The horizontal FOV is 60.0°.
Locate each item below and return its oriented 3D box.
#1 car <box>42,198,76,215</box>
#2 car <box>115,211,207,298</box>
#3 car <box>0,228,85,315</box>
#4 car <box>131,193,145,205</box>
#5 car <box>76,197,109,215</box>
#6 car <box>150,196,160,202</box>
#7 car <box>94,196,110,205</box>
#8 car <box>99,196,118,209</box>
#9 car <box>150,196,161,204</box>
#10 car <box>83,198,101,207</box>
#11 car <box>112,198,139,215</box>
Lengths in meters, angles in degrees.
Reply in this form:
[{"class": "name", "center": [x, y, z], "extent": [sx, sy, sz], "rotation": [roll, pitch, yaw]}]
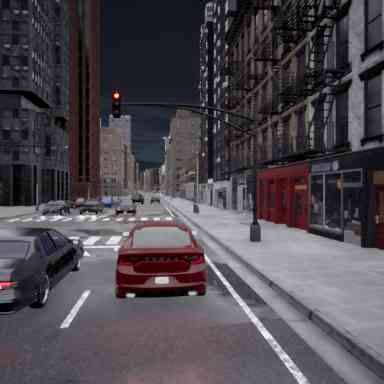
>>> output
[{"class": "car", "center": [-13.586, 1.515, 33.651], "extent": [1.837, 1.490, 4.892], "rotation": [0, 0, -6]}, {"class": "car", "center": [-0.808, 1.477, 8.593], "extent": [1.882, 1.535, 5.008], "rotation": [0, 0, -6]}, {"class": "car", "center": [-3.913, 1.547, 7.722], "extent": [2.033, 1.411, 5.357], "rotation": [0, 0, -6]}, {"class": "car", "center": [-9.902, 1.248, 60.651], "extent": [2.150, 2.045, 5.566], "rotation": [0, 0, -7]}, {"class": "car", "center": [-10.469, 1.558, 34.988], "extent": [2.033, 1.411, 5.357], "rotation": [0, 0, -6]}, {"class": "car", "center": [-8.413, 1.571, 75.485], "extent": [2.033, 1.411, 5.357], "rotation": [0, 0, -6]}, {"class": "car", "center": [-16.771, 1.517, 62.212], "extent": [2.128, 1.511, 4.902], "rotation": [0, 0, -6]}, {"class": "car", "center": [-11.544, 1.494, 44.631], "extent": [1.882, 1.535, 5.008], "rotation": [0, 0, -6]}, {"class": "car", "center": [-7.147, 1.532, 65.183], "extent": [1.837, 1.490, 4.892], "rotation": [0, 0, -6]}, {"class": "car", "center": [-15.673, 1.622, 52.269], "extent": [1.895, 1.301, 4.718], "rotation": [0, 0, -6]}, {"class": "car", "center": [-6.607, 1.610, 33.433], "extent": [1.895, 1.301, 4.718], "rotation": [0, 0, -8]}]
